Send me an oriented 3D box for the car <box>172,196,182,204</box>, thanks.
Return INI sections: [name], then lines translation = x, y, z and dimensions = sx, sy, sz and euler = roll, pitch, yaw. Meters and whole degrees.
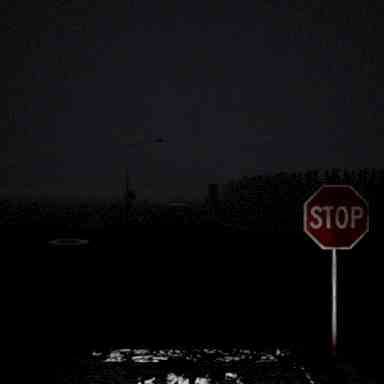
[car]
translation = -2.834, 1.535, 65.753
dimensions = 2.033, 1.411, 5.357
euler = 0, 0, 0
